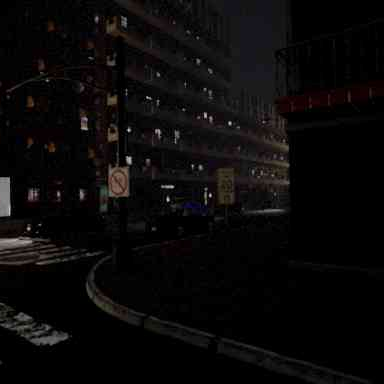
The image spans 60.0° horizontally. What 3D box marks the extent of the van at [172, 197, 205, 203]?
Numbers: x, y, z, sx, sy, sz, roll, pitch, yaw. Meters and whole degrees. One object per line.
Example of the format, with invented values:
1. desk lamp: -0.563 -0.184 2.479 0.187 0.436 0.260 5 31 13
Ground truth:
1. van: -0.355 1.363 30.437 1.690 1.788 3.998 -1 -1 36

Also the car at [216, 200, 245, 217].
1. car: 3.177 1.457 31.121 2.128 1.511 4.902 -1 -1 36

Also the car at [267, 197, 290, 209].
1. car: 11.967 1.535 43.284 1.895 1.301 4.718 -1 -1 36

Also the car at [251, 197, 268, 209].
1. car: 9.400 1.428 44.007 1.967 1.590 4.097 -1 -1 36

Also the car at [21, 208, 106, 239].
1. car: -6.624 1.567 17.483 1.994 1.385 4.181 -1 -1 36

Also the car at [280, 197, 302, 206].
1. car: 15.804 1.493 52.915 1.752 1.417 4.829 -1 -1 36

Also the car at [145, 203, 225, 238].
1. car: -0.454 1.434 16.792 2.008 1.369 4.403 -1 -1 36
